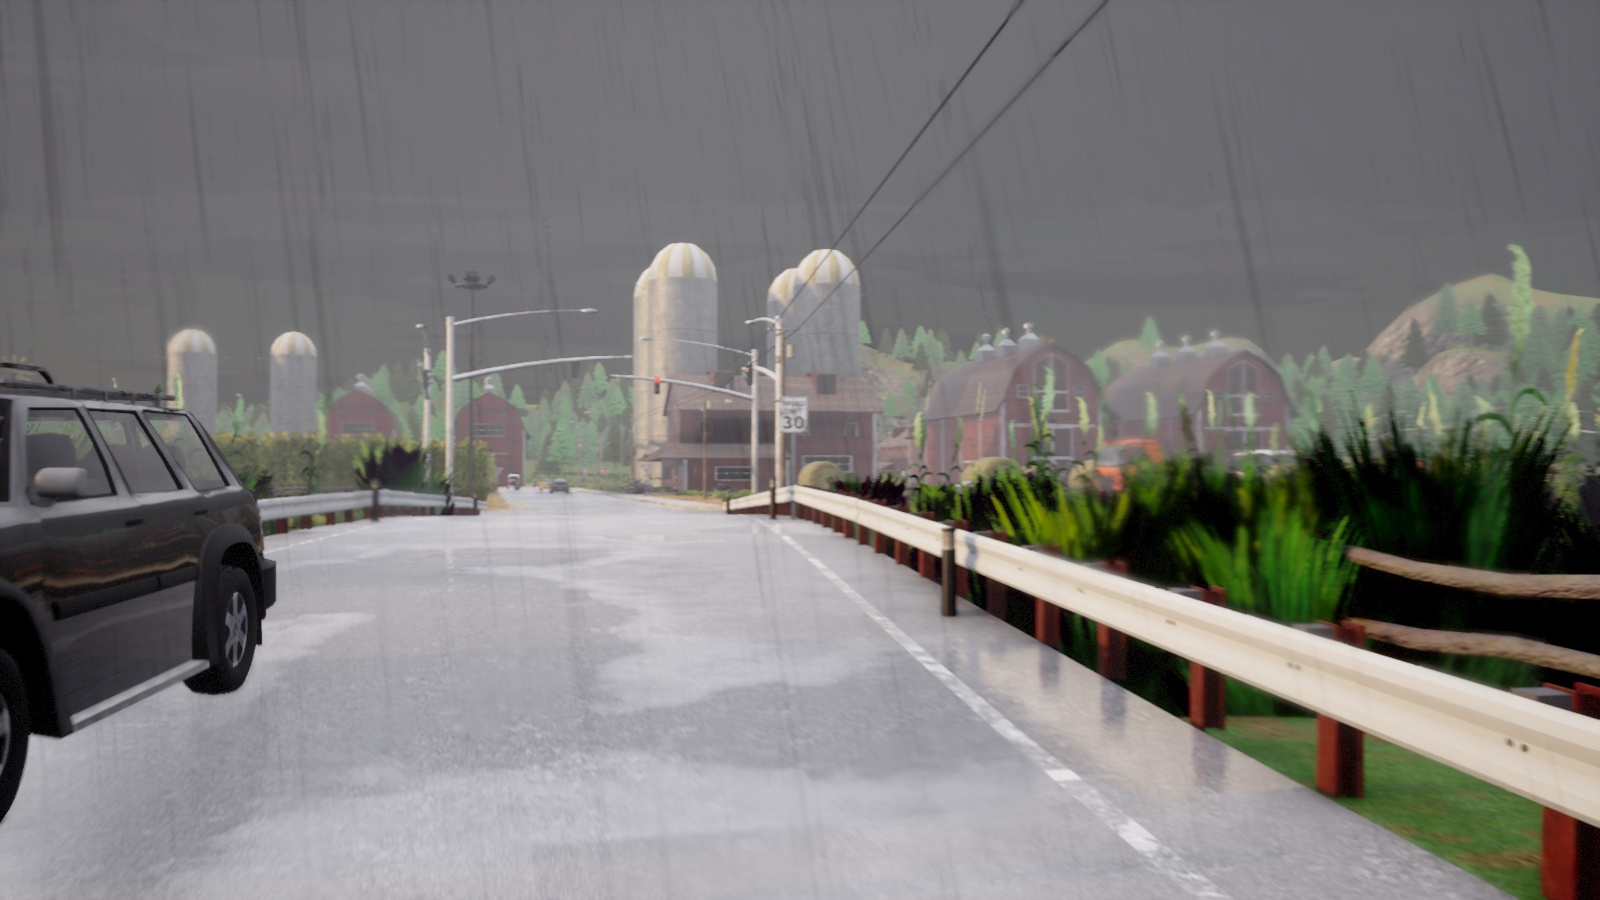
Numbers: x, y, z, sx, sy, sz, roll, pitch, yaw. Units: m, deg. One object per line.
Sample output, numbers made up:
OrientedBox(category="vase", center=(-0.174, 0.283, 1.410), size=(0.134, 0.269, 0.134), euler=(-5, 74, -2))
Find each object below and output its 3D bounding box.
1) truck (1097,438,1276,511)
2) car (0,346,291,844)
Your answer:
OrientedBox(category="truck", center=(18.930, 1.194, 61.660), size=(7.936, 3.462, 2.891), euler=(0, -1, -11))
OrientedBox(category="car", center=(-4.089, 0.530, 5.945), size=(1.932, 1.855, 4.605), euler=(0, 0, -6))
